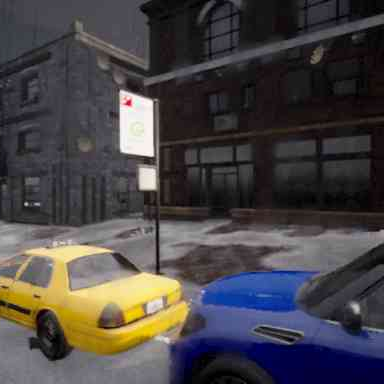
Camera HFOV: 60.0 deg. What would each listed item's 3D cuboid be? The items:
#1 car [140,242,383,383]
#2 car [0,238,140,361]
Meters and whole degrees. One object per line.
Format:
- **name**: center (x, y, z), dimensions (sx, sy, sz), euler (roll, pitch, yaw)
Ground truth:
- **car**: center (2.392, 1.283, 2.646), dimensions (5.566, 2.045, 2.150), euler (-2, -1, 36)
- **car**: center (-2.611, 1.651, 6.233), dimensions (5.366, 1.575, 1.801), euler (-2, -1, 36)
